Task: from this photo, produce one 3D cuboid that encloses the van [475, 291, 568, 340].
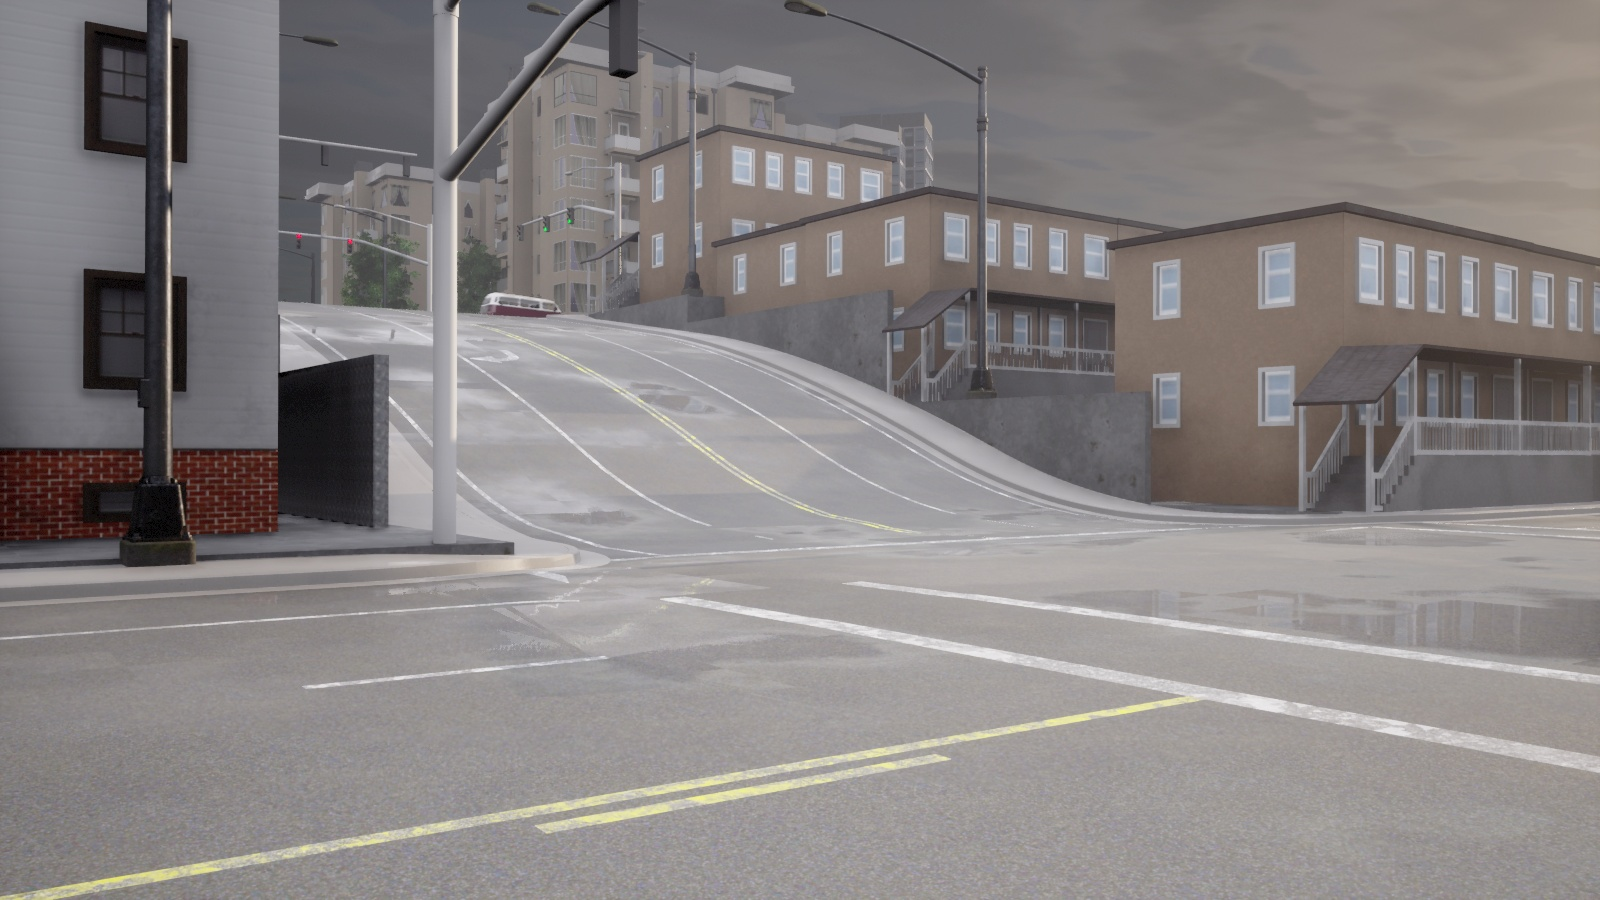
[{"bbox_3d":[-15.316,-7.344,69.113,4.480,2.038,2.069,3,-2,-35],"label":"van"}]
